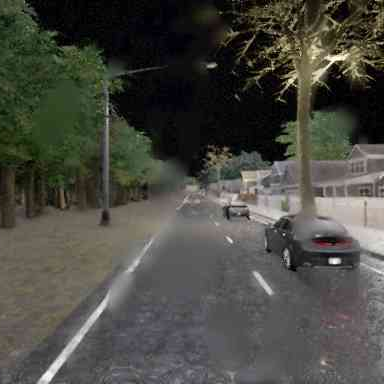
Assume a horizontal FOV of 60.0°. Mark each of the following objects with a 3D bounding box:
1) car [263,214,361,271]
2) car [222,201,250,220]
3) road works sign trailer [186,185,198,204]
[{"bbox_3d":[3.601,1.490,10.805,1.837,1.490,4.892,0,0,0],"label":"car"},{"bbox_3d":[3.602,1.459,27.751,2.128,1.511,4.902,0,0,0],"label":"car"},{"bbox_3d":[0.004,0.418,61.230,2.380,3.560,2.880,0,0,0],"label":"road works sign trailer"}]
